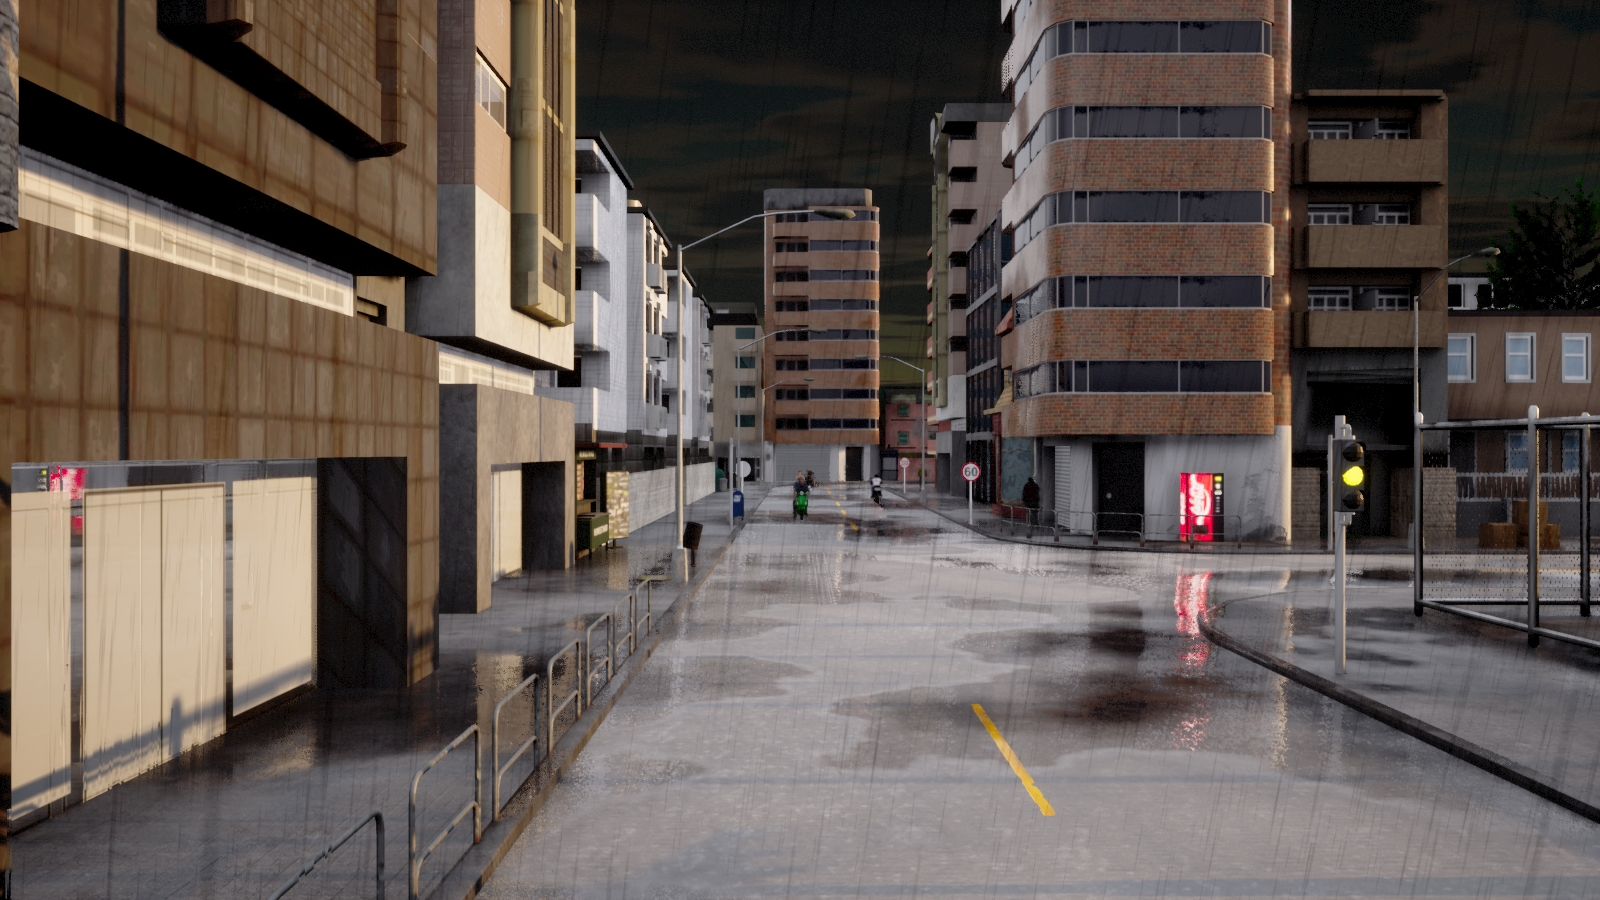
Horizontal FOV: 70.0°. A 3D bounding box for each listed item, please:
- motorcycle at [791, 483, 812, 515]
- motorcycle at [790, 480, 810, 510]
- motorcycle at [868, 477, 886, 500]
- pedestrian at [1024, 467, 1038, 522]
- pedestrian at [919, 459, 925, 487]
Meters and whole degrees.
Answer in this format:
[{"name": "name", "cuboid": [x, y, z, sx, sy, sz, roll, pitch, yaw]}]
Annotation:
[{"name": "motorcycle", "cuboid": [0.063, 1.970, 46.521, 0.856, 1.236, 1.805, 0, 0, 0]}, {"name": "motorcycle", "cuboid": [0.019, 1.970, 50.389, 0.856, 1.236, 1.805, 0, 0, 0]}, {"name": "motorcycle", "cuboid": [4.031, 2.003, 60.038, 0.803, 1.145, 2.033, 0, 0, 0]}, {"name": "pedestrian", "cuboid": [7.917, 1.522, 39.184, 0.375, 1.860, 0.375, 0, 0, -6]}, {"name": "pedestrian", "cuboid": [8.108, 1.536, 76.014, 0.375, 1.860, 0.375, 0, 0, 3]}]
